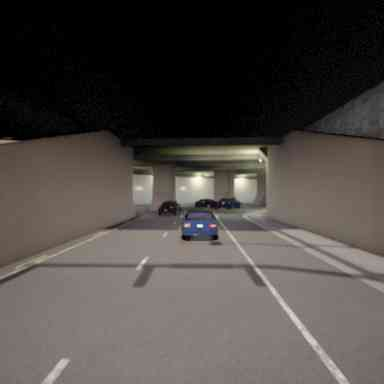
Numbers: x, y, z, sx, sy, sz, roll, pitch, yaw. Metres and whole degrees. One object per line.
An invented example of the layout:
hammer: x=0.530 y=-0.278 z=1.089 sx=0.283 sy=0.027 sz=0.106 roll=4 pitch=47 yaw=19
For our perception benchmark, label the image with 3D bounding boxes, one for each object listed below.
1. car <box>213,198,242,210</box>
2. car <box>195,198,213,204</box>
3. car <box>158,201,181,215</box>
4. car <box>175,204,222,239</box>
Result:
car: x=5.145 y=1.536 z=45.273 sx=2.097 sy=1.767 sz=4.553 roll=0 pitch=0 yaw=29
car: x=2.273 y=1.656 z=47.362 sx=1.882 sy=1.535 sz=5.008 roll=0 pitch=0 yaw=32
car: x=-2.246 y=1.641 z=34.823 sx=1.812 sy=1.442 sz=4.674 roll=0 pitch=0 yaw=8
car: x=0.404 y=1.613 z=17.823 sx=2.033 sy=1.411 sz=5.357 roll=0 pitch=0 yaw=1
